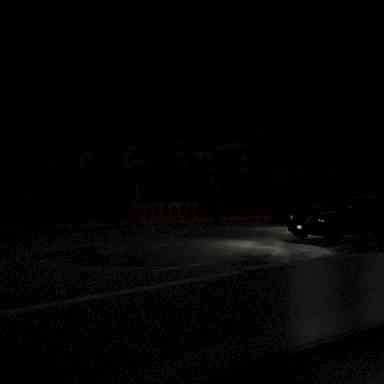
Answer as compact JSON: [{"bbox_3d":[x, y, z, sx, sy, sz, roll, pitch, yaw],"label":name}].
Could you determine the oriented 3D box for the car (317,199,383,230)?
[{"bbox_3d":[10.557,1.348,21.365,4.553,1.767,2.097,0,0,-23],"label":"car"}]

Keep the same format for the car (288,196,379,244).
[{"bbox_3d":[7.268,1.211,16.043,5.566,2.045,2.150,0,0,-26],"label":"car"}]
